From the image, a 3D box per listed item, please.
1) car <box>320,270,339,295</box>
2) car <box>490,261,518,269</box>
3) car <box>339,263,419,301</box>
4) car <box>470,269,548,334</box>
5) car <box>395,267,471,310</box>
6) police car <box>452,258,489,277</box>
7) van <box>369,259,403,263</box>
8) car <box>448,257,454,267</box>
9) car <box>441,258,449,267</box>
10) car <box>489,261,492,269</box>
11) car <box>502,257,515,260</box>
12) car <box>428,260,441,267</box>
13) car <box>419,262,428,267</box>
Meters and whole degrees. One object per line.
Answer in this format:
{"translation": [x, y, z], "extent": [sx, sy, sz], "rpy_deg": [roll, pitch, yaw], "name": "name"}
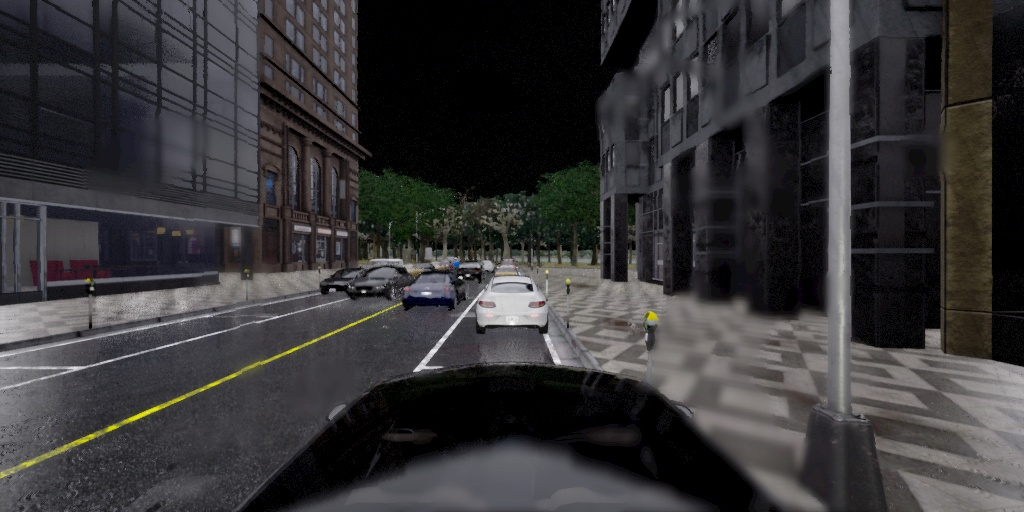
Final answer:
{"translation": [-8.908, 1.317, 19.986], "extent": [1.948, 1.339, 4.313], "rpy_deg": [0, 0, 0], "name": "car"}
{"translation": [-0.383, 1.278, 25.593], "extent": [1.751, 1.417, 4.829], "rpy_deg": [0, 0, 0], "name": "car"}
{"translation": [-6.246, 1.256, 17.543], "extent": [1.837, 1.490, 4.892], "rpy_deg": [0, 0, 0], "name": "car"}
{"translation": [0.003, 1.276, 10.500], "extent": [1.812, 1.442, 4.674], "rpy_deg": [0, 0, 0], "name": "car"}
{"translation": [-3.047, 1.314, 14.798], "extent": [1.994, 1.385, 4.181], "rpy_deg": [0, 0, 0], "name": "car"}
{"translation": [-3.146, 1.178, 28.192], "extent": [1.930, 1.638, 5.238], "rpy_deg": [0, 0, 0], "name": "police car"}
{"translation": [-8.908, 1.093, 25.423], "extent": [1.690, 1.789, 3.998], "rpy_deg": [0, 0, 0], "name": "van"}
{"translation": [-8.908, 1.201, 47.173], "extent": [1.967, 1.591, 4.097], "rpy_deg": [0, 0, 0], "name": "car"}
{"translation": [-8.908, 1.284, 41.566], "extent": [1.751, 1.417, 4.829], "rpy_deg": [0, 0, 0], "name": "car"}
{"translation": [-3.045, 1.285, 43.406], "extent": [1.812, 1.442, 4.674], "rpy_deg": [0, 0, 0], "name": "car"}
{"translation": [-0.383, 1.196, 36.298], "extent": [1.967, 1.591, 4.097], "rpy_deg": [0, 0, 0], "name": "car"}
{"translation": [-8.908, 1.322, 36.298], "extent": [1.948, 1.339, 4.313], "rpy_deg": [0, 0, 0], "name": "car"}
{"translation": [-8.908, 1.280, 30.691], "extent": [1.751, 1.417, 4.829], "rpy_deg": [0, 0, 0], "name": "car"}
